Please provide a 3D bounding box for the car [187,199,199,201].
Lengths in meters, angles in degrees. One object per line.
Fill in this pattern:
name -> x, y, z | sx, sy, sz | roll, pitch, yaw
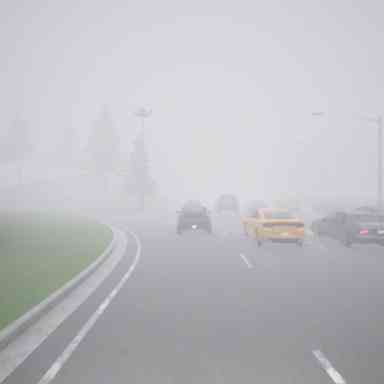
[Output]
car -> 0.135, 1.521, 36.214 | 1.837, 1.490, 4.892 | 0, 0, 0

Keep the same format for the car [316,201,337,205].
car -> 14.132, 1.617, 34.632 | 1.895, 1.301, 4.718 | 0, 0, 0

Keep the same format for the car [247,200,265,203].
car -> 7.134, 1.581, 36.678 | 1.994, 1.385, 4.181 | 0, 0, 0

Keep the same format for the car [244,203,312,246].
car -> 3.615, 1.485, 15.346 | 1.882, 1.535, 5.008 | 0, 0, 0

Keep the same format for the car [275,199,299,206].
car -> 10.637, 1.495, 37.729 | 1.882, 1.535, 5.008 | 0, 0, 0

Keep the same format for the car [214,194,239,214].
car -> 3.634, 1.238, 35.364 | 2.150, 2.045, 5.566 | 0, 0, 0

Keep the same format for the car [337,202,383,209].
car -> 10.618, 1.487, 19.391 | 1.882, 1.535, 5.008 | 0, 0, 0

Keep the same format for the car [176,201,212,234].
car -> 0.119, 1.514, 19.408 | 1.837, 1.490, 4.892 | 0, 0, 0

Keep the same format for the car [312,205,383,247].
car -> 7.115, 1.555, 15.006 | 2.033, 1.411, 5.357 | 0, 0, 0
